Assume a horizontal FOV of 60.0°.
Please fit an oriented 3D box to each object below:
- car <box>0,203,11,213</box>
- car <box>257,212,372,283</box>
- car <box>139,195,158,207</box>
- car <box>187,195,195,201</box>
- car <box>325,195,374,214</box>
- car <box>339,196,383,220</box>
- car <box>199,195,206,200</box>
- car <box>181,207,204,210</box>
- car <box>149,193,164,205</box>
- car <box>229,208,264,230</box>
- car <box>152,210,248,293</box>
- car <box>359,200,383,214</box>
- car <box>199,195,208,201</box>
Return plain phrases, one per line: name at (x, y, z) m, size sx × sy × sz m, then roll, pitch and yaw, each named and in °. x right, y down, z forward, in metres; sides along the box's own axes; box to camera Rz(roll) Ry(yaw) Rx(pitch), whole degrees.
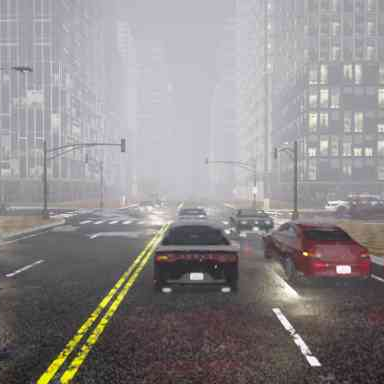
car at (-20.093, 1.377, 32.225) m, size 4.674 × 1.442 × 1.812 m, roll 1°, pitch 1°, yaw 1°
car at (3.317, 1.525, 9.579) m, size 1.812 × 1.442 × 4.674 m, roll 0°, pitch 0°, yaw 0°
car at (-6.766, 1.547, 50.627) m, size 1.994 × 1.385 × 4.181 m, roll 0°, pitch 0°, yaw 0°
car at (-0.281, 1.456, 80.939) m, size 1.837 × 1.490 × 4.892 m, roll 0°, pitch 0°, yaw 0°
car at (17.045, 1.354, 34.932) m, size 5.566 × 2.045 × 2.150 m, roll 1°, pitch 1°, yaw 1°
car at (16.100, 1.530, 29.164) m, size 5.009 × 1.841 × 2.192 m, roll 1°, pitch 0°, yaw 1°
car at (2.932, 1.466, 91.799) m, size 1.812 × 1.442 × 4.674 m, roll 0°, pitch 0°, yaw 0°
car at (0.032, 1.545, 18.956) m, size 2.033 × 1.411 × 5.357 m, roll 0°, pitch 0°, yaw 0°
car at (-6.783, 1.198, 59.660) m, size 2.150 × 2.045 × 5.566 m, roll 0°, pitch 0°, yaw 0°
car at (3.283, 1.598, 19.359) m, size 1.895 × 1.301 × 4.718 m, roll 0°, pitch 0°, yaw 0°
car at (0.065, 1.477, 8.902) m, size 1.882 × 1.535 × 5.008 m, roll 0°, pitch 0°, yaw -1°
car at (21.680, 1.657, 37.470) m, size 4.829 × 1.417 × 1.752 m, roll 1°, pitch 0°, yaw 1°
car at (2.967, 1.480, 81.937) m, size 2.128 × 1.511 × 4.902 m, roll 0°, pitch 0°, yaw 0°
